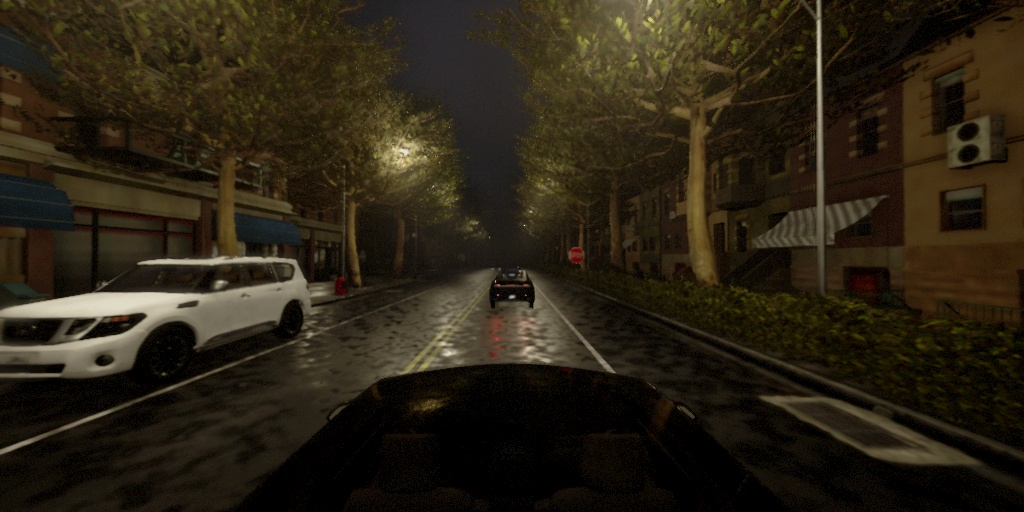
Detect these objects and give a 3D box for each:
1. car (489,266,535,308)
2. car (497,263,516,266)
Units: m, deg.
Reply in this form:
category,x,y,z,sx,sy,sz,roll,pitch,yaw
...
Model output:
category,x,y,z,sx,sy,sz,roll,pitch,yaw
car,0.006,1.379,16.156,2.128,1.511,4.902,0,0,0
car,0.004,1.572,30.844,2.033,1.411,5.357,0,-1,0
